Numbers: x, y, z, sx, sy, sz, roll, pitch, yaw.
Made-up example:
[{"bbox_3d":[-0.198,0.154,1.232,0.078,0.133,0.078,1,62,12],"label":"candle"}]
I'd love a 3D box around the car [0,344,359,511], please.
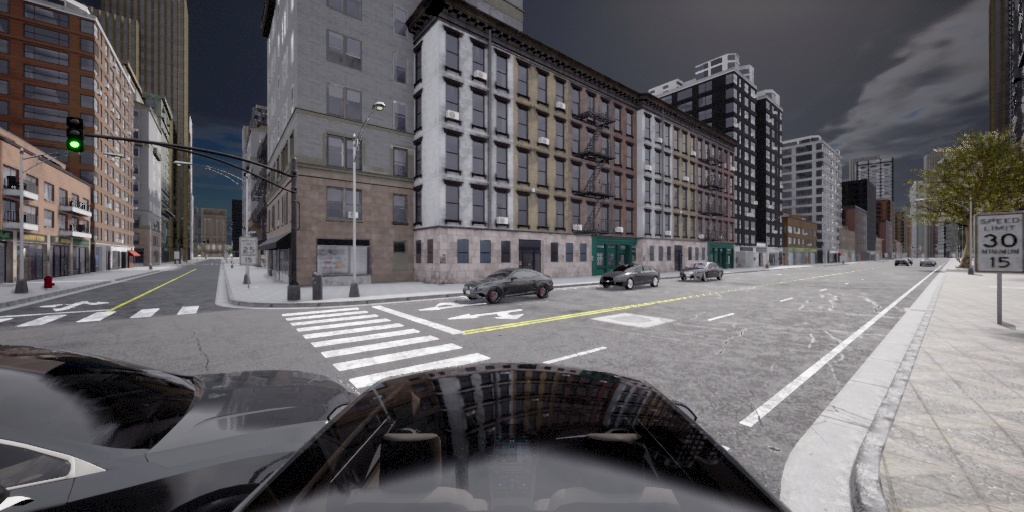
[{"bbox_3d":[-3.225,1.257,1.754,4.892,1.490,1.837,0,0,-35],"label":"car"}]

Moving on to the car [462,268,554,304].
[{"bbox_3d":[-0.066,1.287,16.731,4.674,1.442,1.812,0,0,-39],"label":"car"}]

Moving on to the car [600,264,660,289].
[{"bbox_3d":[7.616,1.258,22.968,4.892,1.490,1.837,0,0,-39],"label":"car"}]

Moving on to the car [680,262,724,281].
[{"bbox_3d":[15.615,1.236,29.451,4.902,1.511,2.128,0,0,-39],"label":"car"}]
